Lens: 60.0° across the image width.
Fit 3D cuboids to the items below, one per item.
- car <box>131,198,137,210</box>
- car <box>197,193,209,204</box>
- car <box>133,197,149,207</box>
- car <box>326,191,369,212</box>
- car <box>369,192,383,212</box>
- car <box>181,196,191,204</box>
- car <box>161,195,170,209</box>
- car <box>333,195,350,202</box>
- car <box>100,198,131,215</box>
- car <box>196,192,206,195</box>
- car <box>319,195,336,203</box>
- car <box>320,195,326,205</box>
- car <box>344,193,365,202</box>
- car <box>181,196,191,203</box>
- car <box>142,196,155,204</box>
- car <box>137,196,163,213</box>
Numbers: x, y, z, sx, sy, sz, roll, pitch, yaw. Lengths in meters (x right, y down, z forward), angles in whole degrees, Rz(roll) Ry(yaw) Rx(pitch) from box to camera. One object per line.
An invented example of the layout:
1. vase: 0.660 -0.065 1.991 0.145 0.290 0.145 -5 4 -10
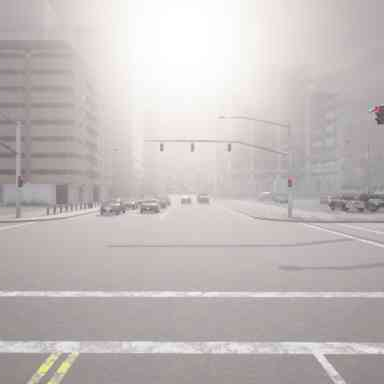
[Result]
1. car: -8.120 1.526 43.370 1.812 1.442 4.674 0 0 0
2. car: 2.299 1.477 64.641 1.882 1.535 5.008 0 0 0
3. car: -8.205 1.564 53.365 1.994 1.385 4.181 0 0 -1
4. car: 16.583 1.153 35.766 1.932 1.855 4.605 0 0 0
5. car: 19.478 1.156 35.725 1.905 1.878 3.866 0 0 0
6. car: -1.087 1.491 62.925 2.128 1.511 4.902 0 0 0
7. car: -4.647 1.352 45.988 2.097 1.767 4.553 0 0 -1
8. car: 30.696 1.364 68.346 1.784 1.438 3.905 0 0 0
9. car: -8.053 1.491 34.221 2.128 1.511 4.902 0 0 0
10. car: 2.219 1.051 74.446 2.150 2.045 5.566 0 0 0
11. car: 27.801 1.395 68.333 1.970 1.475 3.806 0 0 0
12. car: 22.103 1.395 53.205 1.970 1.475 3.806 0 0 0
13. car: 33.379 1.153 68.409 1.932 1.855 4.605 0 0 0
14. car: -1.241 1.542 72.660 2.033 1.411 5.357 0 0 0
15. car: -8.241 1.477 63.488 1.882 1.535 5.008 0 0 0
16. car: -4.575 1.505 36.845 1.837 1.490 4.892 0 0 0
